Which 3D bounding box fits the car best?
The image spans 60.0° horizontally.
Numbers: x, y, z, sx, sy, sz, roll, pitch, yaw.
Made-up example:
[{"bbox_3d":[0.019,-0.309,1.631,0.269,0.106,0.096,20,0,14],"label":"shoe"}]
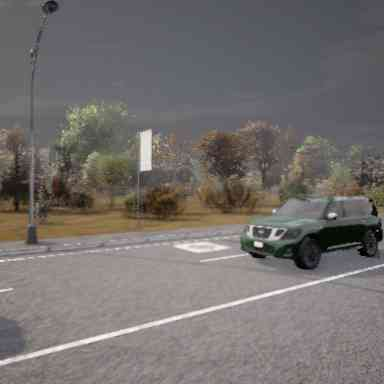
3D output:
[{"bbox_3d":[4.195,1.169,11.181,5.566,2.045,2.150,0,0,-35],"label":"car"}]
